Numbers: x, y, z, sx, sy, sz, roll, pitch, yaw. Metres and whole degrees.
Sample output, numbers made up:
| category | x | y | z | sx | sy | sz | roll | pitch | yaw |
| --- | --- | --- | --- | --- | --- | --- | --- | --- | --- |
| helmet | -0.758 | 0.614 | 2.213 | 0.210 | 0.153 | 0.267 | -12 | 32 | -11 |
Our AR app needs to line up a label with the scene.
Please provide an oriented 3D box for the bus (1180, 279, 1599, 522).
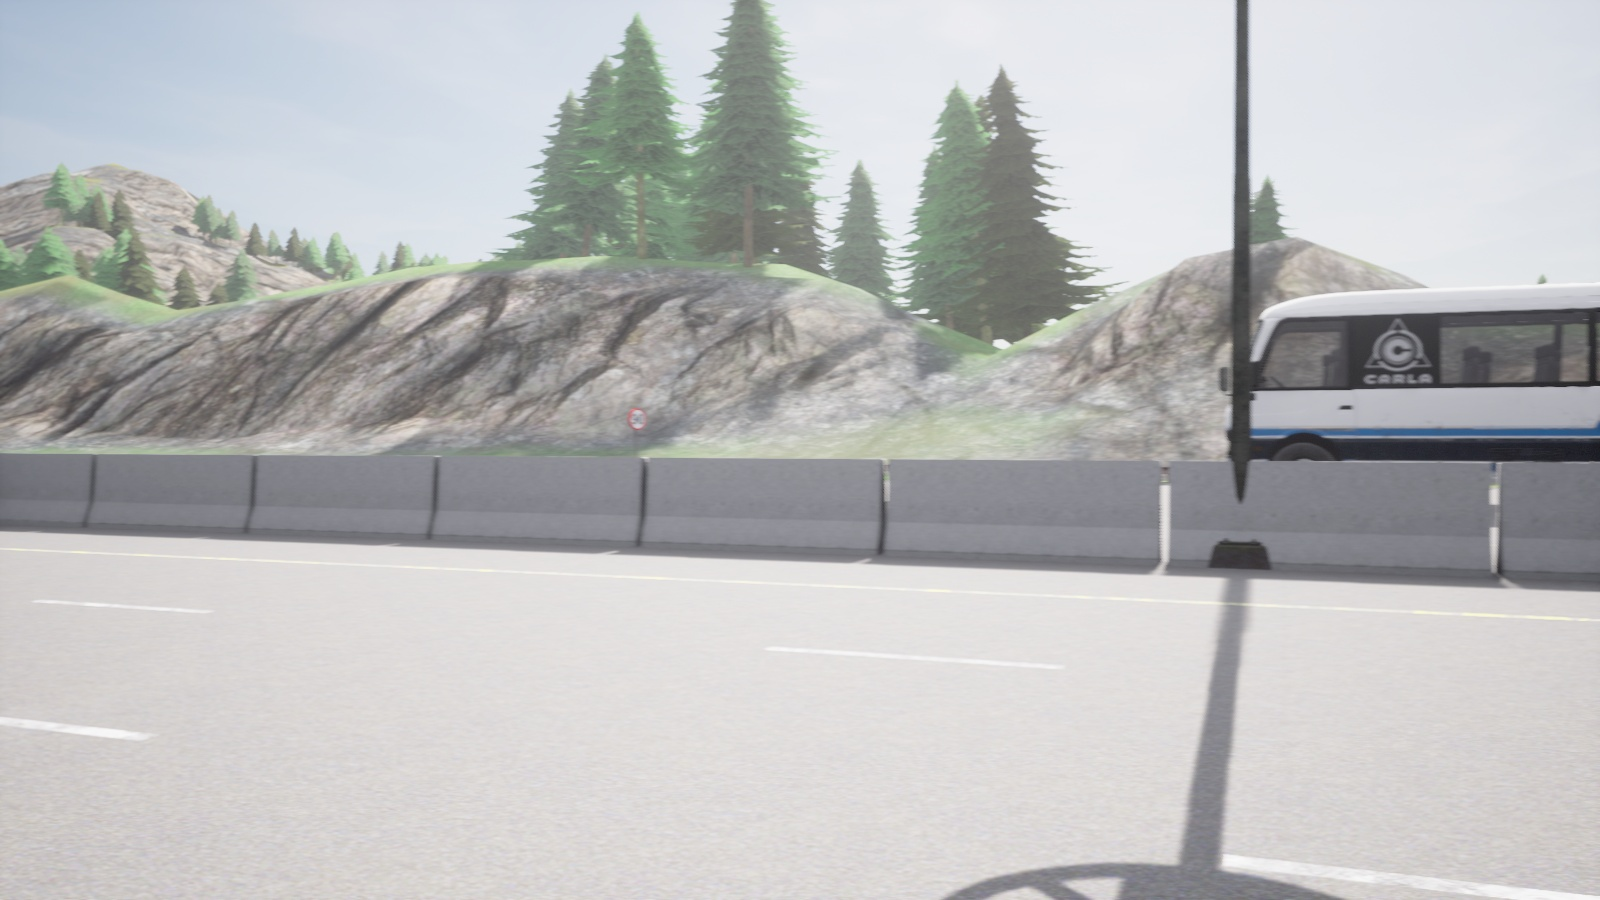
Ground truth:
| category | x | y | z | sx | sy | sz | roll | pitch | yaw |
| --- | --- | --- | --- | --- | --- | --- | --- | --- | --- |
| bus | 12.937 | -0.911 | 24.521 | 10.273 | 4.253 | 3.944 | 1 | 1 | 21 |
